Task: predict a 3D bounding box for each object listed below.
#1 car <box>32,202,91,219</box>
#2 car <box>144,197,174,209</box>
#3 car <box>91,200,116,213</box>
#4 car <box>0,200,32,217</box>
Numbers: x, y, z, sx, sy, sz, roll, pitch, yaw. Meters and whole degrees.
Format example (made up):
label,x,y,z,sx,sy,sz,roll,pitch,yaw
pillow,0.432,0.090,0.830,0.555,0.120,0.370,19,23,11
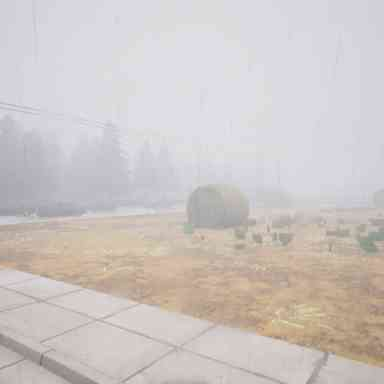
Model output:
label,x,y,z,sx,sy,sz,roll,pitch,yaw
car,-11.725,1.591,30.111,1.994,1.385,4.181,0,0,36
car,-4.516,1.532,46.030,1.837,1.490,4.892,0,0,36
car,-10.674,1.591,37.750,1.994,1.385,4.181,0,0,36
car,-16.622,1.518,29.726,2.128,1.511,4.902,0,0,37
